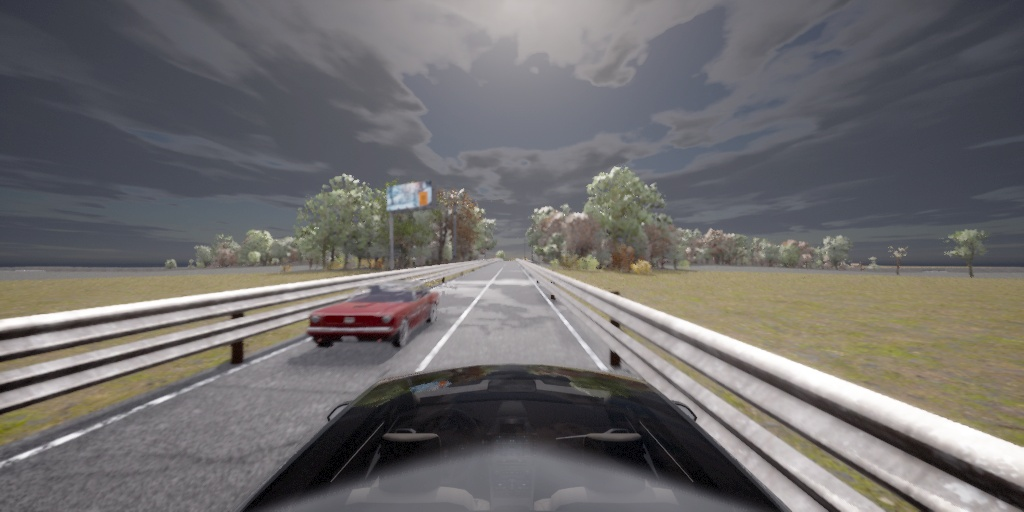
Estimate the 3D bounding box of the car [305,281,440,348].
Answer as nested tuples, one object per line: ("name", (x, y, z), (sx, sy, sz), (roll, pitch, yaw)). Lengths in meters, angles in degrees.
("car", (-3.248, 1.356, 9.381), (1.895, 1.301, 4.718), (0, 0, 0))
